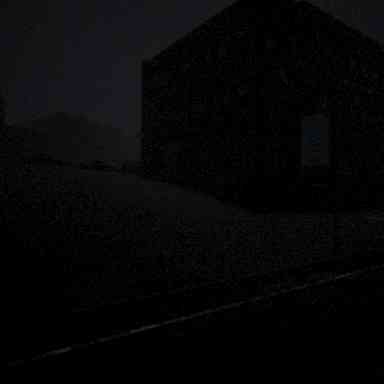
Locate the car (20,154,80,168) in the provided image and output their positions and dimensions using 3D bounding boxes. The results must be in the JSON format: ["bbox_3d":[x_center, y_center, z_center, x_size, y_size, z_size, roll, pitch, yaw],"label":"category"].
[{"bbox_3d":[-13.249,-2.703,30.677,2.002,1.452,4.674,0,-2,41],"label":"car"}]

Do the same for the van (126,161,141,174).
[{"bbox_3d":[-6.103,-2.532,39.322,1.878,1.987,4.442,0,-2,39],"label":"van"}]

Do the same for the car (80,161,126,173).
[{"bbox_3d":[-9.689,-2.499,34.920,2.002,1.452,4.674,0,-2,40],"label":"car"}]
